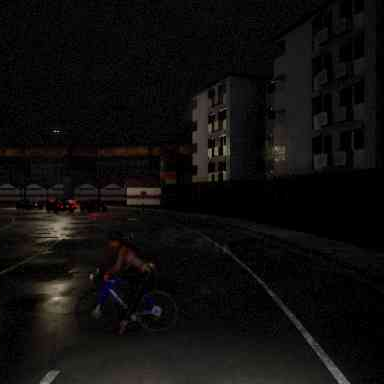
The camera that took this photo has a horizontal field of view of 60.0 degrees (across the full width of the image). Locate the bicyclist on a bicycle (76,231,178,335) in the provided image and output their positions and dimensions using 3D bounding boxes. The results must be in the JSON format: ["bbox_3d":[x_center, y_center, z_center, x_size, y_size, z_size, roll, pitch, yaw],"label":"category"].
[{"bbox_3d":[-1.053,1.454,5.306,1.656,1.620,0.582,-2,0,0],"label":"bicyclist on a bicycle"}]

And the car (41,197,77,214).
[{"bbox_3d":[-14.390,1.547,36.269,2.033,1.411,5.357,0,0,-38],"label":"car"}]

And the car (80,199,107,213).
[{"bbox_3d":[-11.183,1.526,37.742,1.812,1.442,4.674,0,0,-37],"label":"car"}]

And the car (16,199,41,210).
[{"bbox_3d":[-20.928,1.564,42.799,4.181,1.385,1.994,0,0,40],"label":"car"}]
